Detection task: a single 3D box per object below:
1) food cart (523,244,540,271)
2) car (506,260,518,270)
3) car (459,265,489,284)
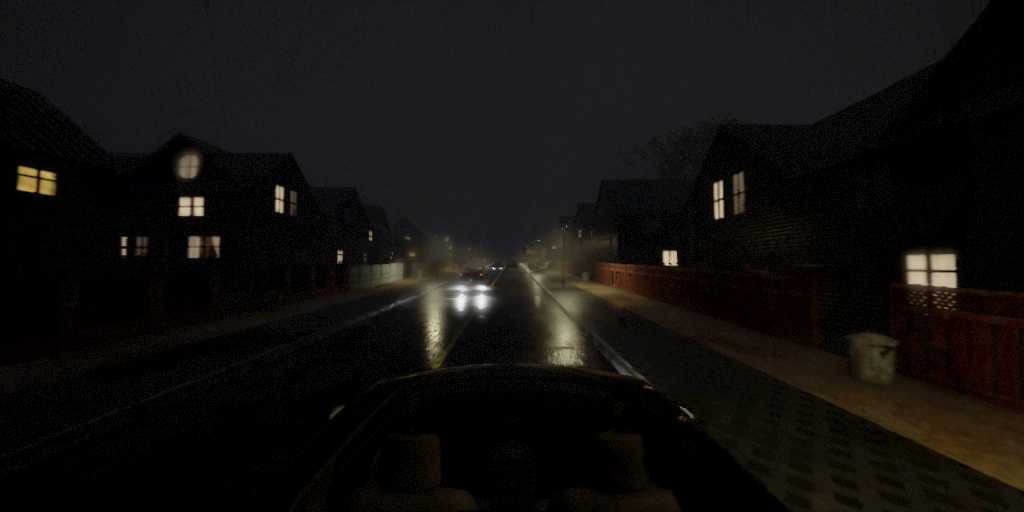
[{"bbox_3d":[3.012,0.318,49.209,2.280,3.560,4.660,0,0,0],"label":"food cart"},{"bbox_3d":[0.002,1.358,57.542,1.882,1.535,5.008,0,0,0],"label":"car"},{"bbox_3d":[-2.847,1.392,27.310,1.895,1.301,4.718,0,0,0],"label":"car"}]
